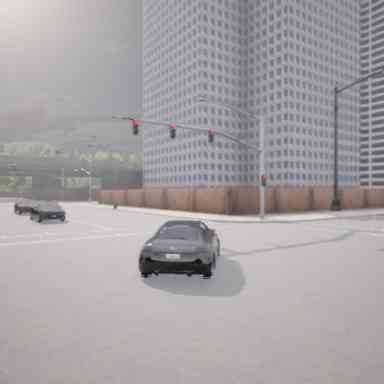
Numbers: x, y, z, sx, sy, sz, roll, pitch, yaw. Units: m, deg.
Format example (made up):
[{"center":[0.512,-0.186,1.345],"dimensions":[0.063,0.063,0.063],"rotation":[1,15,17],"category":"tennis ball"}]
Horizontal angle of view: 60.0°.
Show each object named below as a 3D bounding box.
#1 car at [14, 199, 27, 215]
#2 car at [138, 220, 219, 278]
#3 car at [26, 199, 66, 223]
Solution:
[{"center":[-17.091,1.474,34.409],"dimensions":[1.882,1.535,5.008],"rotation":[0,0,-34],"category":"car"},{"center":[-0.233,1.559,10.210],"dimensions":[1.994,1.385,4.181],"rotation":[0,0,7],"category":"car"},{"center":[-11.323,1.474,26.024],"dimensions":[1.882,1.535,5.008],"rotation":[0,0,-35],"category":"car"}]
